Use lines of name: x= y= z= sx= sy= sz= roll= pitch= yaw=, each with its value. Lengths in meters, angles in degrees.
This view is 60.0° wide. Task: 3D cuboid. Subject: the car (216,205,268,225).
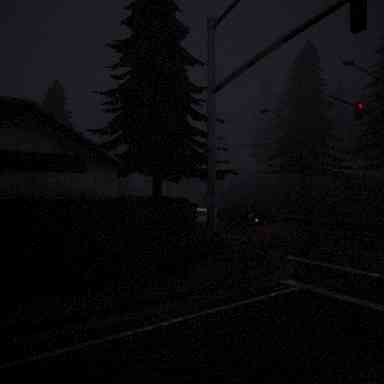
car: x=3.124 y=1.585 z=24.018 sx=1.895 sy=1.301 sz=4.718 roll=0 pitch=0 yaw=-33
